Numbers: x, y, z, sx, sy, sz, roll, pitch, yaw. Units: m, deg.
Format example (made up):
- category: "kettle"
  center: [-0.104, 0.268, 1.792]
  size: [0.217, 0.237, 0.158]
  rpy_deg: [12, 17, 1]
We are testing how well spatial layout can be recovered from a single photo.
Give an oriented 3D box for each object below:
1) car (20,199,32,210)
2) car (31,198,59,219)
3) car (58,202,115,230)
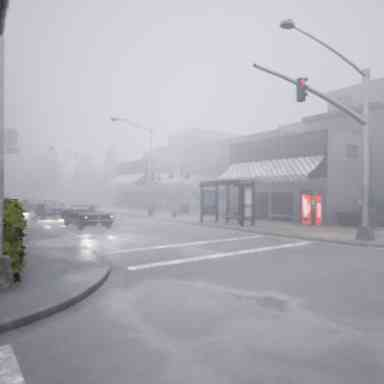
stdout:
- category: "car"
  center: [-17.368, 1.389, 35.668]
  size: [1.994, 1.385, 4.181]
  rpy_deg: [1, 0, -35]
- category: "car"
  center: [-11.611, 1.402, 27.497]
  size: [1.994, 1.385, 4.181]
  rpy_deg: [1, 0, -35]
- category: "car"
  center: [-6.346, 1.452, 20.063]
  size: [1.895, 1.301, 4.718]
  rpy_deg: [1, 0, -35]
